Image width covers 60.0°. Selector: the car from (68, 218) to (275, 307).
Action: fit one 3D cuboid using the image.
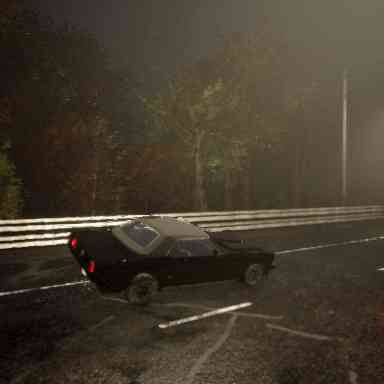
[{"bbox_3d":[-0.220,1.373,7.671,4.718,1.301,1.895,5,10,-35],"label":"car"}]
